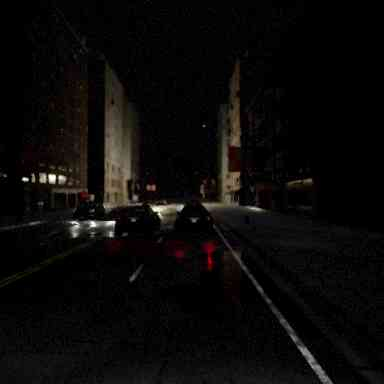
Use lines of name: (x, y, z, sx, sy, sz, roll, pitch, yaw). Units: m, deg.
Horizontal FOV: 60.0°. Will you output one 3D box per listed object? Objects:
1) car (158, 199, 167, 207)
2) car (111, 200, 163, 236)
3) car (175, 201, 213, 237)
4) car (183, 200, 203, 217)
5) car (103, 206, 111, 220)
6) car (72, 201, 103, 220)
car: (-6.445, 2.164, 70.021, 2.097, 1.767, 4.553, 0, -1, 0)
car: (-3.137, 1.573, 19.969, 2.097, 1.767, 4.553, 0, -1, 0)
car: (0.112, 1.570, 19.712, 2.097, 1.767, 4.553, 0, -1, 0)
car: (0.129, 1.770, 36.967, 2.097, 1.767, 4.553, 0, -1, 0)
car: (-6.572, 1.916, 31.373, 1.994, 1.385, 4.181, 0, -1, 0)
car: (-9.821, 1.710, 31.974, 2.097, 1.767, 4.553, 0, -1, 0)
